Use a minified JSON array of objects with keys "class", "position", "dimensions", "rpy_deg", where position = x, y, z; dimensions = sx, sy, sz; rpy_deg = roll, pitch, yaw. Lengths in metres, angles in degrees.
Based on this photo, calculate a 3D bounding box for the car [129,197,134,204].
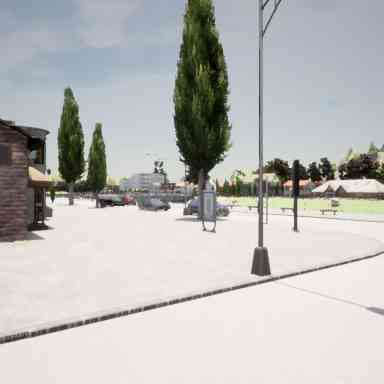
[{"class":"car","position":[-10.939,1.526,55.782],"dimensions":[1.812,1.442,4.674],"rpy_deg":[0,0,-36]}]

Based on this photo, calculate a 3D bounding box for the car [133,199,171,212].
[{"class":"car","position":[-4.629,1.547,39.802],"dimensions":[2.033,1.411,5.357],"rpy_deg":[0,0,-36]}]

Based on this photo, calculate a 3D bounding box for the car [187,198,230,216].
[{"class":"car","position":[1.482,1.352,31.287],"dimensions":[2.097,1.767,4.553],"rpy_deg":[0,0,-36]}]

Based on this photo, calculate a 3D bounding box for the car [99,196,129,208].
[{"class":"car","position":[-11.679,1.478,49.691],"dimensions":[1.882,1.535,5.008],"rpy_deg":[0,0,-35]}]
